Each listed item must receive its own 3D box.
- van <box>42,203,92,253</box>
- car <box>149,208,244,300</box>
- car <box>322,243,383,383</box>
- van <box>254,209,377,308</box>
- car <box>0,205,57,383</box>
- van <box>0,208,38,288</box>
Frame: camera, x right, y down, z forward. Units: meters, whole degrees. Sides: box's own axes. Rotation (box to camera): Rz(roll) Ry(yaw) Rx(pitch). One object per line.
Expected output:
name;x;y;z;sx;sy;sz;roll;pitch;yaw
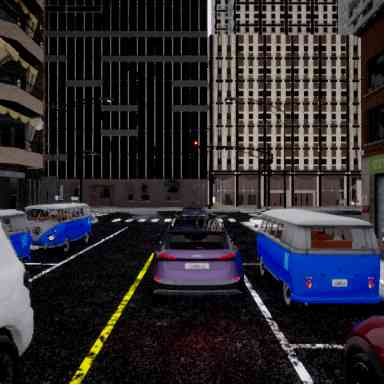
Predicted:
van;-5.314;1.346;13.308;1.690;1.788;3.998;0;0;0
car;0.098;1.432;8.381;2.033;1.649;4.856;0;0;0
car;2.569;1.440;1.935;1.967;1.590;4.097;0;0;0
van;2.568;1.343;7.625;1.690;1.788;3.998;0;0;0
car;-2.846;1.221;1.493;2.150;2.045;5.566;0;0;0
van;-5.312;1.343;7.618;1.690;1.788;3.998;0;0;0
